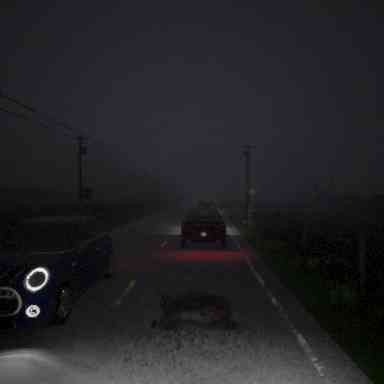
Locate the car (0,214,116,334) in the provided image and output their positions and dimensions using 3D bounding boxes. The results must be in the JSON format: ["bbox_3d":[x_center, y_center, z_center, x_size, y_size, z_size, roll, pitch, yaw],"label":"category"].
[{"bbox_3d":[-3.150,1.351,7.073,2.097,1.767,4.553,0,0,1],"label":"car"}]

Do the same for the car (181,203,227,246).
[{"bbox_3d":[0.542,1.480,15.390,1.882,1.535,5.008,0,0,2],"label":"car"}]

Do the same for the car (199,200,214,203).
[{"bbox_3d":[1.379,1.497,31.150,2.128,1.511,4.902,0,0,5],"label":"car"}]
